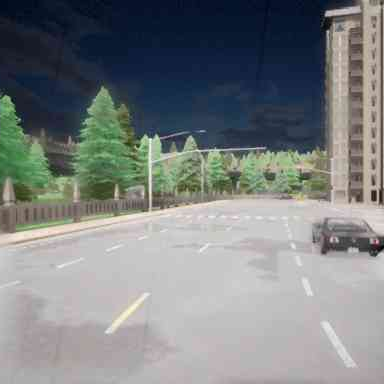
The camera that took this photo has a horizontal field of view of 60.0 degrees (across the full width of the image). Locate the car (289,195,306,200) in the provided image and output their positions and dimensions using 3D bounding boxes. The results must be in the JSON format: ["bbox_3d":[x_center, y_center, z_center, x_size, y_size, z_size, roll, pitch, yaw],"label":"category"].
[{"bbox_3d":[28.404,1.444,87.770,1.882,1.535,5.008,0,0,44],"label":"car"}]

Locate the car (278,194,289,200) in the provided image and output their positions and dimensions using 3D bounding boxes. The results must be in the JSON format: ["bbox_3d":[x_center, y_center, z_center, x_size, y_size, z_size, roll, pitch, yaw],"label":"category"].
[{"bbox_3d":[25.929,1.509,90.250,1.812,1.442,4.674,0,0,44],"label":"car"}]

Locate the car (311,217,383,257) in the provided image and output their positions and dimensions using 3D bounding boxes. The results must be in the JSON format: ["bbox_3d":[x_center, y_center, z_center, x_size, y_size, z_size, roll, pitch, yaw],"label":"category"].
[{"bbox_3d":[5.830,1.614,13.042,1.895,1.301,4.718,0,0,14],"label":"car"}]
